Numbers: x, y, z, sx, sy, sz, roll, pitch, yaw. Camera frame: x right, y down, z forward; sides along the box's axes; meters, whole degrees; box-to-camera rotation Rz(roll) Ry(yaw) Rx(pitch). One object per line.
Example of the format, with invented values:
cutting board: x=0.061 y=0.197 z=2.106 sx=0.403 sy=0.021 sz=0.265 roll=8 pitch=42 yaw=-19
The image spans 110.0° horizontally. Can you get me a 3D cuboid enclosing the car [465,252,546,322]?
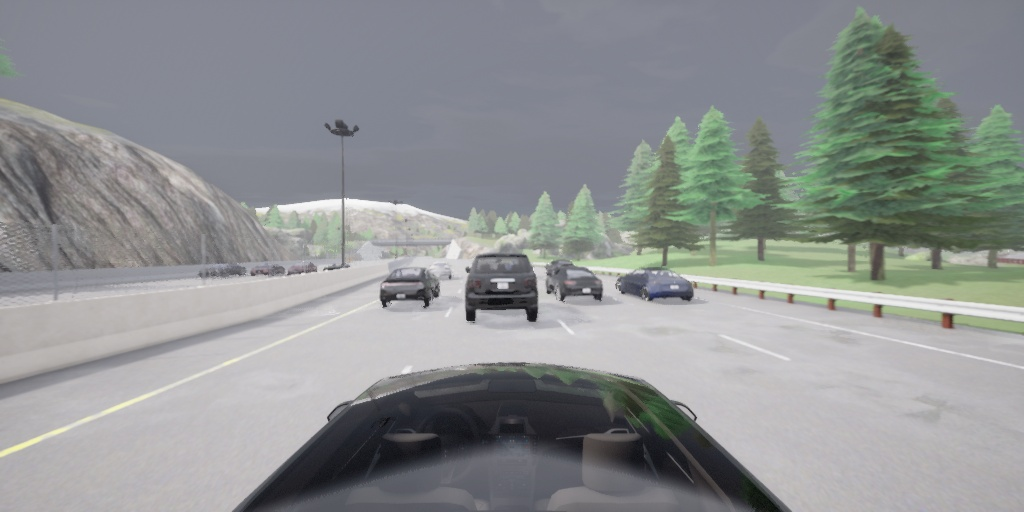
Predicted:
car: x=-0.434 y=0.924 z=12.356 sx=2.150 sy=2.045 sz=5.566 roll=-1 pitch=0 yaw=-4

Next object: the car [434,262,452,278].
car: x=-6.313 y=1.205 z=31.767 sx=1.812 sy=1.442 sz=4.674 roll=-1 pitch=0 yaw=-10

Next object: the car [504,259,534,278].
car: x=0.566 y=1.086 z=33.058 sx=1.882 sy=1.535 sz=5.008 roll=-1 pitch=0 yaw=-10

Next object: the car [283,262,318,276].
car: x=-21.904 y=1.327 z=37.793 sx=1.812 sy=1.442 sz=4.674 roll=-1 pitch=0 yaw=-12

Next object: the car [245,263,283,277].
car: x=-25.399 y=1.400 z=37.405 sx=1.994 sy=1.385 sz=4.181 roll=-1 pitch=0 yaw=-12

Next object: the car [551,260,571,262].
car: x=4.272 y=1.082 z=32.139 sx=1.837 sy=1.490 sz=4.892 roll=0 pitch=0 yaw=-9

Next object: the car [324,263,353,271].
car: x=-18.352 y=1.367 z=37.994 sx=1.895 sy=1.301 sz=4.718 roll=-1 pitch=0 yaw=-12

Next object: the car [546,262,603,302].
car: x=2.730 y=1.186 z=16.424 sx=1.812 sy=1.442 sz=4.674 roll=-1 pitch=0 yaw=-5

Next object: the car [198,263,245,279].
car: x=-28.596 y=1.421 z=35.739 sx=2.033 sy=1.411 sz=5.357 roll=-1 pitch=0 yaw=-12

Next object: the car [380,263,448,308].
car: x=-4.186 y=1.222 z=15.277 sx=2.128 sy=1.511 sz=4.902 roll=-1 pitch=0 yaw=-5

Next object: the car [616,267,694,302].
car: x=6.269 y=1.191 z=16.183 sx=1.994 sy=1.385 sz=4.181 roll=-1 pitch=0 yaw=-5
